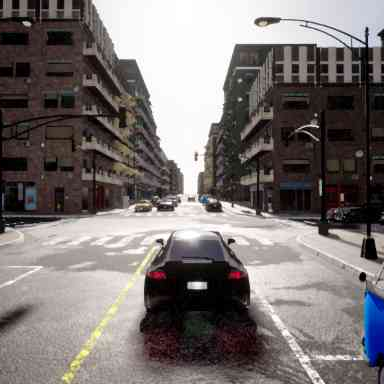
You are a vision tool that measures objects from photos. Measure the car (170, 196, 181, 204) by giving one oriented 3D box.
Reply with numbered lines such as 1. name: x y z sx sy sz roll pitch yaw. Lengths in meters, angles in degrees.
1. car: -3.139 1.503 65.831 1.882 1.535 5.008 0 0 0

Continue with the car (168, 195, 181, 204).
1. car: -3.179 1.496 51.400 1.882 1.535 5.008 0 0 0

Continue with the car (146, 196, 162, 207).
1. car: -5.759 1.459 51.298 1.967 1.590 4.097 1 0 0

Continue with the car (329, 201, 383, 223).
1. car: 13.492 1.473 25.640 4.553 1.767 2.097 0 -1 1

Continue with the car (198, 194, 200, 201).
1. car: 2.592 1.552 68.409 1.752 1.417 4.829 1 0 0

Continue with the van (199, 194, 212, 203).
1. van: 2.614 1.362 56.954 1.690 1.788 3.998 1 0 0

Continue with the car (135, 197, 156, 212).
1. car: -5.741 1.539 39.843 1.752 1.417 4.829 1 0 0

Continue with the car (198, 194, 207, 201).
1. car: 2.568 1.352 85.167 2.192 1.841 5.009 1 0 0

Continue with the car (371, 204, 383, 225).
1. car: 13.506 1.583 19.848 4.313 1.339 1.947 0 -1 1

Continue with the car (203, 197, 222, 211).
1. car: 2.638 1.580 40.027 1.947 1.339 4.313 1 0 0

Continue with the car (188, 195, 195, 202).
1. car: -0.131 1.559 80.557 2.128 1.511 4.902 0 0 0

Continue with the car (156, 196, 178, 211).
1. car: -3.166 1.578 41.007 1.994 1.385 4.181 0 0 0

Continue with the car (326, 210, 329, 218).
1. car: 13.596 1.608 28.229 4.097 1.590 1.967 0 -1 1

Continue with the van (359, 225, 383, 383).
1. van: 2.670 1.342 2.080 1.690 1.788 3.998 1 0 0

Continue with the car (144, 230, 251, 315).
1. car: 0.088 1.566 7.683 1.994 1.385 4.181 0 0 0

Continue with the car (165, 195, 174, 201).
1. car: -5.816 1.587 85.154 2.008 1.369 4.403 1 0 0

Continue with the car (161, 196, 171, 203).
1. car: -5.797 1.575 73.869 1.887 1.381 4.507 1 0 0

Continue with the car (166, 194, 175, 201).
1. car: -5.823 1.480 90.797 1.967 1.590 4.097 1 0 0

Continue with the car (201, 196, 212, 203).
1. car: 2.629 1.567 45.669 2.008 1.369 4.403 1 0 0

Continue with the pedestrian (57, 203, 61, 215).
1. pedestrian: -12.590 1.597 31.437 0.500 1.100 0.500 0 -1 1

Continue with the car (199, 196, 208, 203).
1. car: 2.582 1.612 73.882 1.802 1.307 4.206 1 0 0
